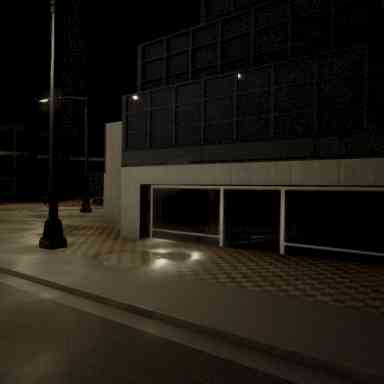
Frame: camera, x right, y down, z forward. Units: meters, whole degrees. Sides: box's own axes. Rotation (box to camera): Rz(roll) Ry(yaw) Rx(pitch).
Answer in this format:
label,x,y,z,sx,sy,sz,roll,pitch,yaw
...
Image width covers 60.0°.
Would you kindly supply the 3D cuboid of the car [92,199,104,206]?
label,x,y,z,sx,sy,sz,roll,pitch,yaw
car,-10.356,1.126,42.459,1.895,1.301,4.718,1,1,36
